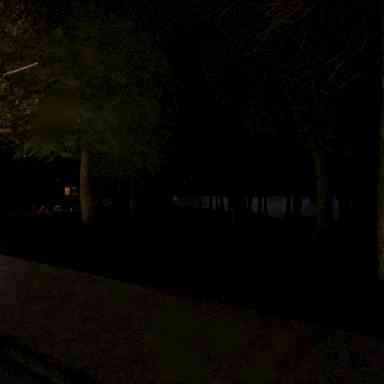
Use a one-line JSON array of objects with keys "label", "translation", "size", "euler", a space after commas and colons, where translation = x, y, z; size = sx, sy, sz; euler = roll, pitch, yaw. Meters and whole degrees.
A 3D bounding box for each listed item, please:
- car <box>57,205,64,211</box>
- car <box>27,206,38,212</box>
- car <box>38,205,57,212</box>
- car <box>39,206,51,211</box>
[{"label": "car", "translation": [-35.149, 4.236, 87.523], "size": [2.128, 1.511, 4.902], "euler": [0, -2, -9]}, {"label": "car", "translation": [-36.705, 3.910, 77.083], "size": [1.837, 1.490, 4.892], "euler": [0, -2, -9]}, {"label": "car", "translation": [-33.436, 3.884, 77.240], "size": [1.837, 1.490, 4.892], "euler": [0, -2, -9]}, {"label": "car", "translation": [-38.355, 4.273, 86.988], "size": [1.994, 1.385, 4.181], "euler": [0, -2, -9]}]
